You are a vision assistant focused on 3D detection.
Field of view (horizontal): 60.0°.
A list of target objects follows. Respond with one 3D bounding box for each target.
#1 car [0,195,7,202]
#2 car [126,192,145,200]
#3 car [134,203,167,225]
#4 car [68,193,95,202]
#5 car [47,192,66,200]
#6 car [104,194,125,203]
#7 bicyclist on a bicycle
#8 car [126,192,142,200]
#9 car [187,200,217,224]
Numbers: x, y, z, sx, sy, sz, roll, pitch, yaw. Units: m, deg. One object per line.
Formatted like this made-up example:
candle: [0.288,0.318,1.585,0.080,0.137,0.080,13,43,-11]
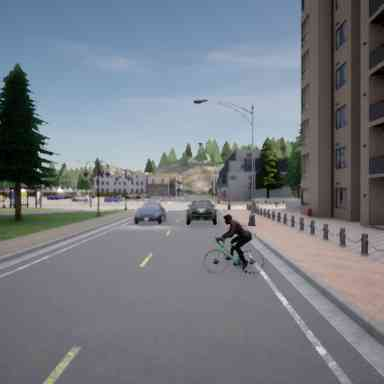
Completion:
car: [-41.661,1.322,69.947,5.027,1.636,2.152,0,0,1]
car: [-15.037,1.086,84.702,4.605,1.855,1.932,0,0,1]
car: [-2.924,1.518,24.187,1.812,1.442,4.674,0,0,2]
car: [-23.006,1.377,69.305,3.806,1.475,1.970,0,0,1]
car: [-33.676,1.308,81.585,3.633,1.501,1.845,0,0,1]
car: [-15.667,1.368,66.129,3.633,1.501,1.845,0,0,1]
bicyclist on a bicycle: [1.130,1.431,8.987,1.656,1.620,0.582,0,0,2]
car: [-15.372,1.064,87.618,3.866,1.878,1.905,0,0,1]
car: [0.721,1.344,24.848,2.097,1.767,4.553,0,0,2]
